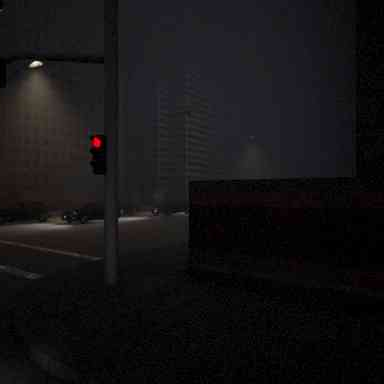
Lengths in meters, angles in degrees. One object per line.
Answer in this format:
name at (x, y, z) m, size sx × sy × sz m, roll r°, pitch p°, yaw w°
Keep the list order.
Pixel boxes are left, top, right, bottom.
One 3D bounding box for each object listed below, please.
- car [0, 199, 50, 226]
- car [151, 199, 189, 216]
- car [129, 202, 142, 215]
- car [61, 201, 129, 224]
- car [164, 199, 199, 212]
car at (-12.699, 1.352, 23.818) m, size 2.097 × 1.767 × 4.553 m, roll 0°, pitch 0°, yaw 36°
car at (-1.936, 1.491, 32.742) m, size 2.128 × 1.511 × 4.902 m, roll 0°, pitch 0°, yaw 36°
car at (-7.159, 1.547, 31.503) m, size 2.033 × 1.411 × 5.357 m, roll 0°, pitch 0°, yaw 36°
car at (-7.437, 1.505, 25.146) m, size 1.837 × 1.490 × 4.892 m, roll 0°, pitch 0°, yaw 36°
car at (-1.175, 1.564, 39.750) m, size 1.994 × 1.385 × 4.181 m, roll 0°, pitch 0°, yaw 36°
